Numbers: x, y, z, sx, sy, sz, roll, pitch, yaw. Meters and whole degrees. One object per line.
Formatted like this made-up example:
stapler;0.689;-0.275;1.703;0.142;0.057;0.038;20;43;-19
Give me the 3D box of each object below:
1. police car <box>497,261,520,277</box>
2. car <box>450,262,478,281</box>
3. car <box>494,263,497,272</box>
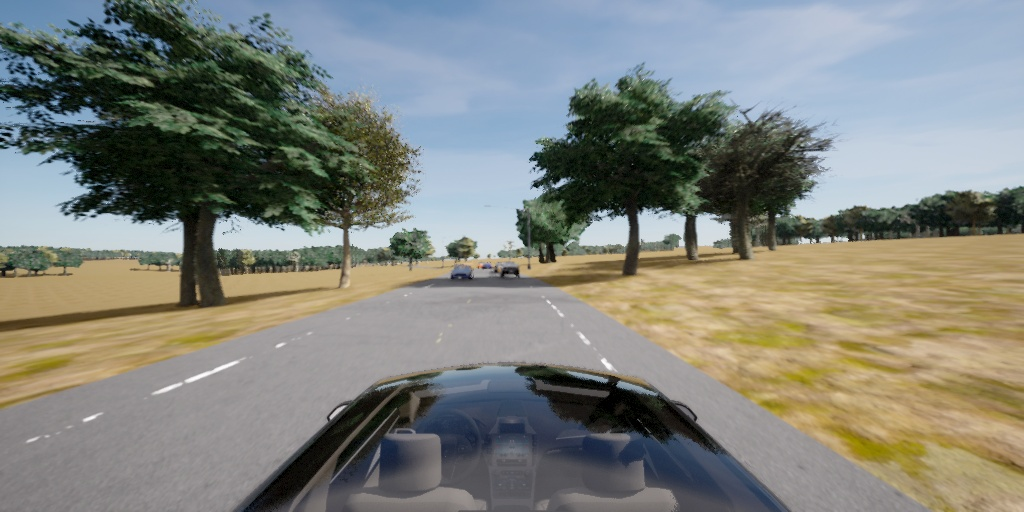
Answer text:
police car;-0.255;1.407;38.639;1.930;1.638;5.238;0;-1;-4
car;-4.532;1.471;33.008;2.033;1.411;5.357;0;-1;-3
car;-1.103;1.581;48.740;1.801;1.575;5.366;0;-1;-5
